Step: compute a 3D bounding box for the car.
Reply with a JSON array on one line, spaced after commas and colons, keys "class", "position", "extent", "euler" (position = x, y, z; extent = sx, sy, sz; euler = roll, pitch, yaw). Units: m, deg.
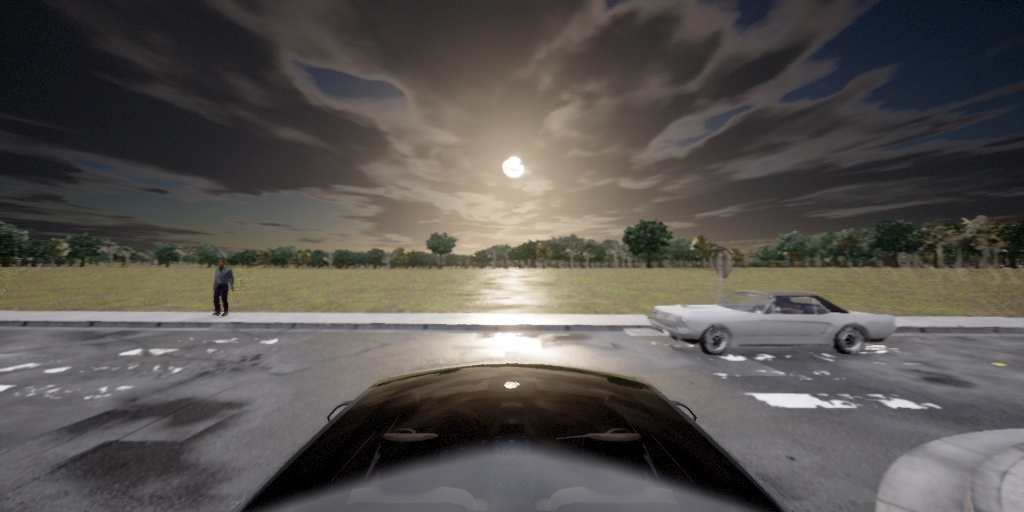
[{"class": "car", "position": [5.776, 1.471, 8.422], "extent": [4.718, 1.301, 1.895], "euler": [0, -1, -1]}]

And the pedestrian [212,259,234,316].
[{"class": "pedestrian", "position": [-9.372, 1.029, 11.633], "extent": [0.375, 1.860, 0.375], "euler": [-1, -2, 1]}]
